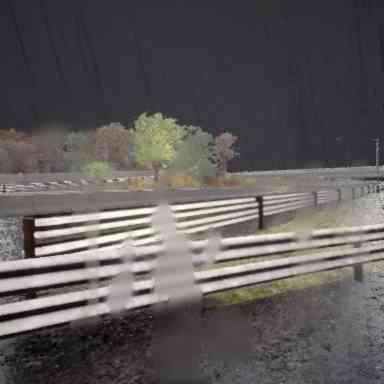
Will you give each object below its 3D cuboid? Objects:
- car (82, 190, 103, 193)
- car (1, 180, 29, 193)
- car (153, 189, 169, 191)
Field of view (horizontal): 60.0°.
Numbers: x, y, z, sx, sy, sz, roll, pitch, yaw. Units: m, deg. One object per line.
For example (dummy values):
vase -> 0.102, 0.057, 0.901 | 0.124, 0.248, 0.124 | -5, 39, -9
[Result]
car -> -13.391, 0.547, 43.286 | 2.128, 1.511, 4.902 | 0, 1, 33
car -> -31.503, -1.012, 59.566 | 2.150, 2.045, 5.566 | -1, 3, 13
car -> -4.406, 0.408, 44.335 | 1.837, 1.490, 4.892 | 0, 0, 33
